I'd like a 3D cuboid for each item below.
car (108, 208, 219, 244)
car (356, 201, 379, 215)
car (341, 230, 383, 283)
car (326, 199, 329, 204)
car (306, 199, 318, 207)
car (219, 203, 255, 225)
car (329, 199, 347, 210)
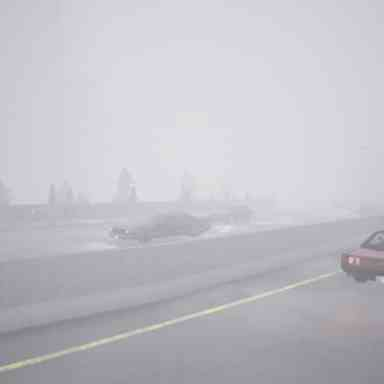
[{"bbox_3d":[-1.369,1.636,16.577,5.357,1.411,2.033,0,0,-42],"label":"car"},{"bbox_3d":[19.217,1.764,36.286,1.812,1.442,4.674,0,-1,30],"label":"car"},{"bbox_3d":[5.855,1.642,8.765,4.718,1.301,1.895,0,0,-42],"label":"car"},{"bbox_3d":[31.697,2.178,75.216,1.994,1.385,4.181,0,-1,6],"label":"car"},{"bbox_3d":[22.589,2.079,62.583,2.033,1.411,5.357,0,-1,15],"label":"car"},{"bbox_3d":[3.165,1.658,26.089,1.837,1.490,4.892,0,0,41],"label":"car"},{"bbox_3d":[22.015,1.882,49.836,1.837,1.490,4.892,0,-1,22],"label":"car"}]
